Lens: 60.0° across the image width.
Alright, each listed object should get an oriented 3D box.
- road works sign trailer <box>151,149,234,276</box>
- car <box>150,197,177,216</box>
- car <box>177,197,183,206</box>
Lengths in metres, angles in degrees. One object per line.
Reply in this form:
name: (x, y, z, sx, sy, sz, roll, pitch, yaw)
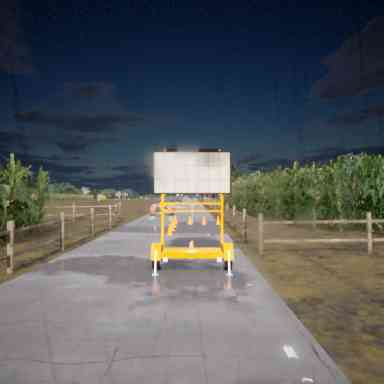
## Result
road works sign trailer: (0.007, 0.465, 10.347, 2.380, 3.560, 2.880, 0, 0, 0)
car: (-2.832, 1.385, 32.386, 2.097, 1.767, 4.553, 0, 0, 0)
car: (-2.718, 1.647, 58.931, 1.837, 1.490, 4.892, 0, 0, 0)
